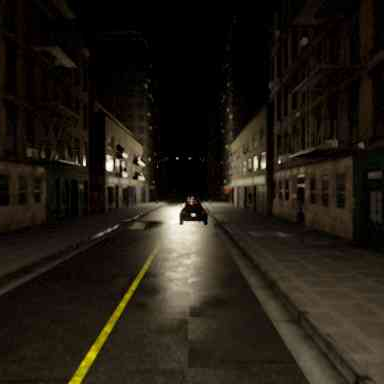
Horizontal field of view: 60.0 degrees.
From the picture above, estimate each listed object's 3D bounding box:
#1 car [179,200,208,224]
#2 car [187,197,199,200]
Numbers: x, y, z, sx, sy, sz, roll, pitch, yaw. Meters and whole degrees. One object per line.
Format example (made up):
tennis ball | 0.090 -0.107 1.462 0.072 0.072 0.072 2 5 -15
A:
car | 0.101 1.513 24.273 1.994 1.385 4.181 0 0 0
car | 0.101 1.416 41.246 2.128 1.511 4.902 0 0 0
